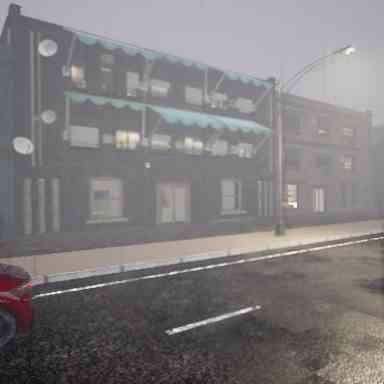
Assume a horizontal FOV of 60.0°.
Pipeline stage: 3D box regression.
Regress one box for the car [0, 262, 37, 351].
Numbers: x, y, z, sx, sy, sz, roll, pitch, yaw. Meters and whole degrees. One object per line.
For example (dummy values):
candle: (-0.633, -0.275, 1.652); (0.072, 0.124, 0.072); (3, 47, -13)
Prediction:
car: (-4.419, 1.566, 4.524); (4.181, 1.385, 1.994); (0, 0, -35)
